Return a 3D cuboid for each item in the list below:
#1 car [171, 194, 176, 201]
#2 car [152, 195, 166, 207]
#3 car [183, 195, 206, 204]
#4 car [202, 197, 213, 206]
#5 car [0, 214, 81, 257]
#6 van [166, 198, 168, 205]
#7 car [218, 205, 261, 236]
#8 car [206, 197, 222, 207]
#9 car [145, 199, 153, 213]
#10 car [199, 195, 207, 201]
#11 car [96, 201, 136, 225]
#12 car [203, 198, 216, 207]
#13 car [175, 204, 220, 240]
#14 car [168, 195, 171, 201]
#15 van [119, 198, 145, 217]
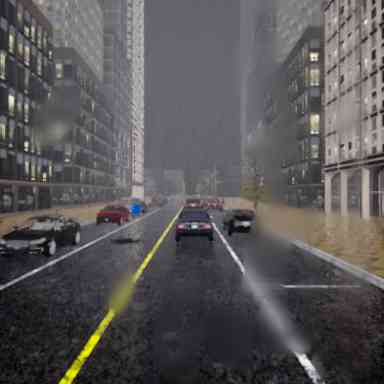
[{"bbox_3d":[-5.627,1.694,86.802,1.752,1.417,4.829,0,0,0],"label":"car"},{"bbox_3d":[-5.650,1.552,52.819,1.967,1.590,4.097,0,0,0],"label":"car"},{"bbox_3d":[0.125,1.432,36.096,2.097,1.767,4.553,0,0,0],"label":"car"},{"bbox_3d":[2.734,1.647,58.662,1.752,1.417,4.829,0,0,0],"label":"car"},{"bbox_3d":[-5.678,1.581,12.974,2.008,1.369,4.403,0,0,0],"label":"car"},{"bbox_3d":[-5.645,1.463,58.513,1.690,1.788,3.998,0,0,0],"label":"van"},{"bbox_3d":[2.707,1.609,18.648,1.947,1.339,4.313,0,0,0],"label":"car"},{"bbox_3d":[2.723,1.531,41.415,1.967,1.590,4.097,0,0,0],"label":"car"},{"bbox_3d":[-5.662,1.661,35.743,1.802,1.307,4.206,0,0,0],"label":"car"},{"bbox_3d":[2.754,1.609,86.951,1.967,1.590,4.097,0,0,0],"label":"car"},{"bbox_3d":[-5.670,1.601,24.359,1.887,1.381,4.507,0,0,0],"label":"car"},{"bbox_3d":[2.730,1.693,52.799,1.802,1.307,4.206,0,0,0],"label":"car"},{"bbox_3d":[0.112,1.588,17.147,2.033,1.411,5.357,0,0,0],"label":"car"},{"bbox_3d":[-5.643,1.697,64.205,1.947,1.339,4.313,0,0,0],"label":"car"},{"bbox_3d":[-5.665,1.409,30.052,1.690,1.788,3.998,0,0,0],"label":"van"}]
